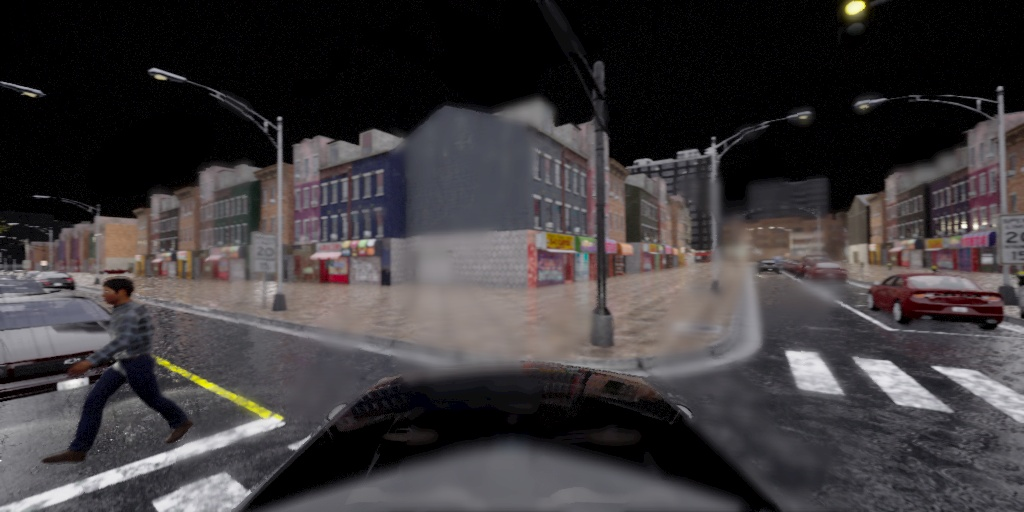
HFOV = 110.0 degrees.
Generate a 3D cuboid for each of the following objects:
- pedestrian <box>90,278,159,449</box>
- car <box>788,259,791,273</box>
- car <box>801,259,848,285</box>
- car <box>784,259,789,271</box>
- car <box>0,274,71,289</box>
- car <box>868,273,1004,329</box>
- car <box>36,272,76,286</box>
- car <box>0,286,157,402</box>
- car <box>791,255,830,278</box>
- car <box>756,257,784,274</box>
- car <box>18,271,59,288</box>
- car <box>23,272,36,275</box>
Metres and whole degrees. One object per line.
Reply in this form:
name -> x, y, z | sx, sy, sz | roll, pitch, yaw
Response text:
pedestrian -> -3.955, 1.090, 3.664 | 0.375, 1.860, 0.375 | -1, -1, 33
car -> 27.158, 1.129, 33.187 | 1.802, 1.307, 4.207 | 0, 0, 34
car -> 21.134, 1.114, 24.133 | 1.888, 1.381, 4.507 | 0, 0, 34
car -> 30.169, 1.120, 37.714 | 1.802, 1.307, 4.207 | 0, 0, 34
car -> -16.613, 1.516, 11.764 | 4.902, 1.511, 2.128 | -1, -1, 34
car -> 12.100, 1.158, 10.552 | 1.888, 1.381, 4.507 | 0, 0, 34
car -> -35.294, 1.960, 27.630 | 4.674, 1.442, 1.812 | -1, -1, 33
car -> -8.382, 1.420, 6.296 | 5.357, 1.411, 2.033 | -1, -1, 30
car -> 24.146, 0.872, 28.660 | 2.192, 1.841, 5.009 | 0, 0, 34
car -> 26.590, 1.091, 37.113 | 1.837, 1.490, 4.892 | -1, -1, 34
car -> -44.701, 2.181, 33.845 | 4.181, 1.385, 1.994 | -1, -1, 33
car -> -25.249, 1.680, 17.476 | 4.902, 1.511, 2.128 | -1, -1, 34
